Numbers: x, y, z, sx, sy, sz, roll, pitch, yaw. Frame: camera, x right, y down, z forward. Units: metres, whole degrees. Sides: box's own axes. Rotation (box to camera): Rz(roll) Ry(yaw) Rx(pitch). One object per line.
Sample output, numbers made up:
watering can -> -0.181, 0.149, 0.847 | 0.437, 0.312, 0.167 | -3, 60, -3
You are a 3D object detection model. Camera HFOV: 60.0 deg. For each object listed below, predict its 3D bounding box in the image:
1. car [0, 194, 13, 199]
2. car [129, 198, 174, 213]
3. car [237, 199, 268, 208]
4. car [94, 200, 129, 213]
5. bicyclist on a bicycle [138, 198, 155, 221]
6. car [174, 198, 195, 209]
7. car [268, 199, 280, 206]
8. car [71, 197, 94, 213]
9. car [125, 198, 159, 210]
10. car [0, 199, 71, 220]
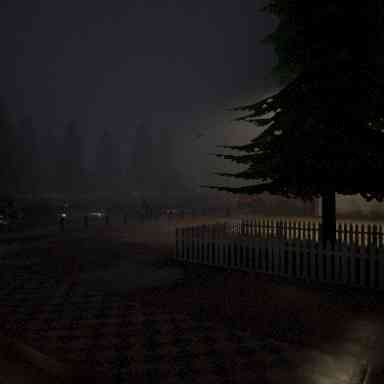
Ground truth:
car -> -18.155, 1.222, 28.566 | 2.150, 2.045, 5.566 | 0, 0, 35
car -> -4.288, 1.564, 35.620 | 1.994, 1.385, 4.181 | 0, 0, 36
car -> 8.425, 1.221, 47.423 | 2.150, 2.045, 5.566 | 0, 0, 36
car -> -7.822, 1.547, 37.028 | 2.033, 1.411, 5.357 | 0, 0, 35
bicyclist on a bicycle -> -3.363, 1.302, 24.363 | 1.656, 1.620, 0.582 | 0, 0, 35
car -> -1.653, 1.547, 45.656 | 2.033, 1.411, 5.357 | 0, 0, 36
car -> 14.335, 1.547, 55.724 | 2.033, 1.411, 5.357 | 0, 0, 36
car -> -12.554, 1.352, 36.419 | 2.097, 1.767, 4.553 | 0, 0, 36
car -> -6.608, 1.526, 44.753 | 1.812, 1.442, 4.674 | 0, 0, 36
car -> -13.668, 1.547, 28.831 | 2.033, 1.411, 5.357 | 0, 0, 35
